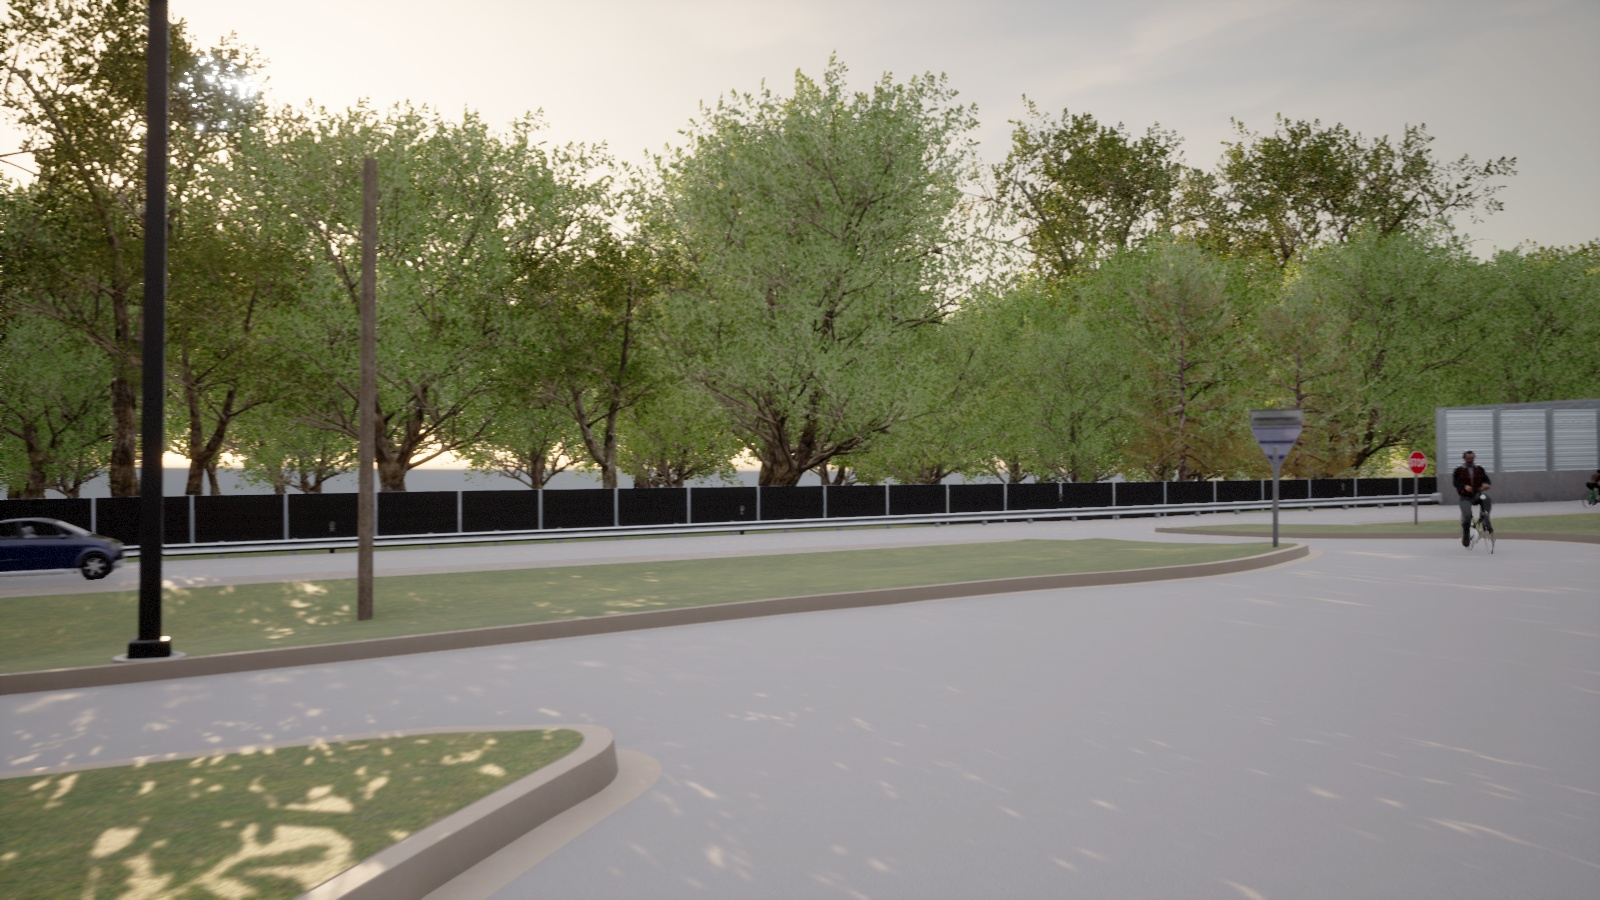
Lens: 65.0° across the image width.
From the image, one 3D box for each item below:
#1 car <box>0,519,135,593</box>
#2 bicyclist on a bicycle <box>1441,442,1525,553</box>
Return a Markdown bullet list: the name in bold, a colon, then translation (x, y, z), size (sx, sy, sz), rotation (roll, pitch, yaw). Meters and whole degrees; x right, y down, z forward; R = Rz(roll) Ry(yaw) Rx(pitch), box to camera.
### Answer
- **car**: translation (-18.585, 2.600, 30.948), size (3.705, 1.549, 1.789), rotation (-2, 0, -23)
- **bicyclist on a bicycle**: translation (11.600, 0.793, 21.375), size (0.659, 1.776, 1.843), rotation (-4, -2, 13)
